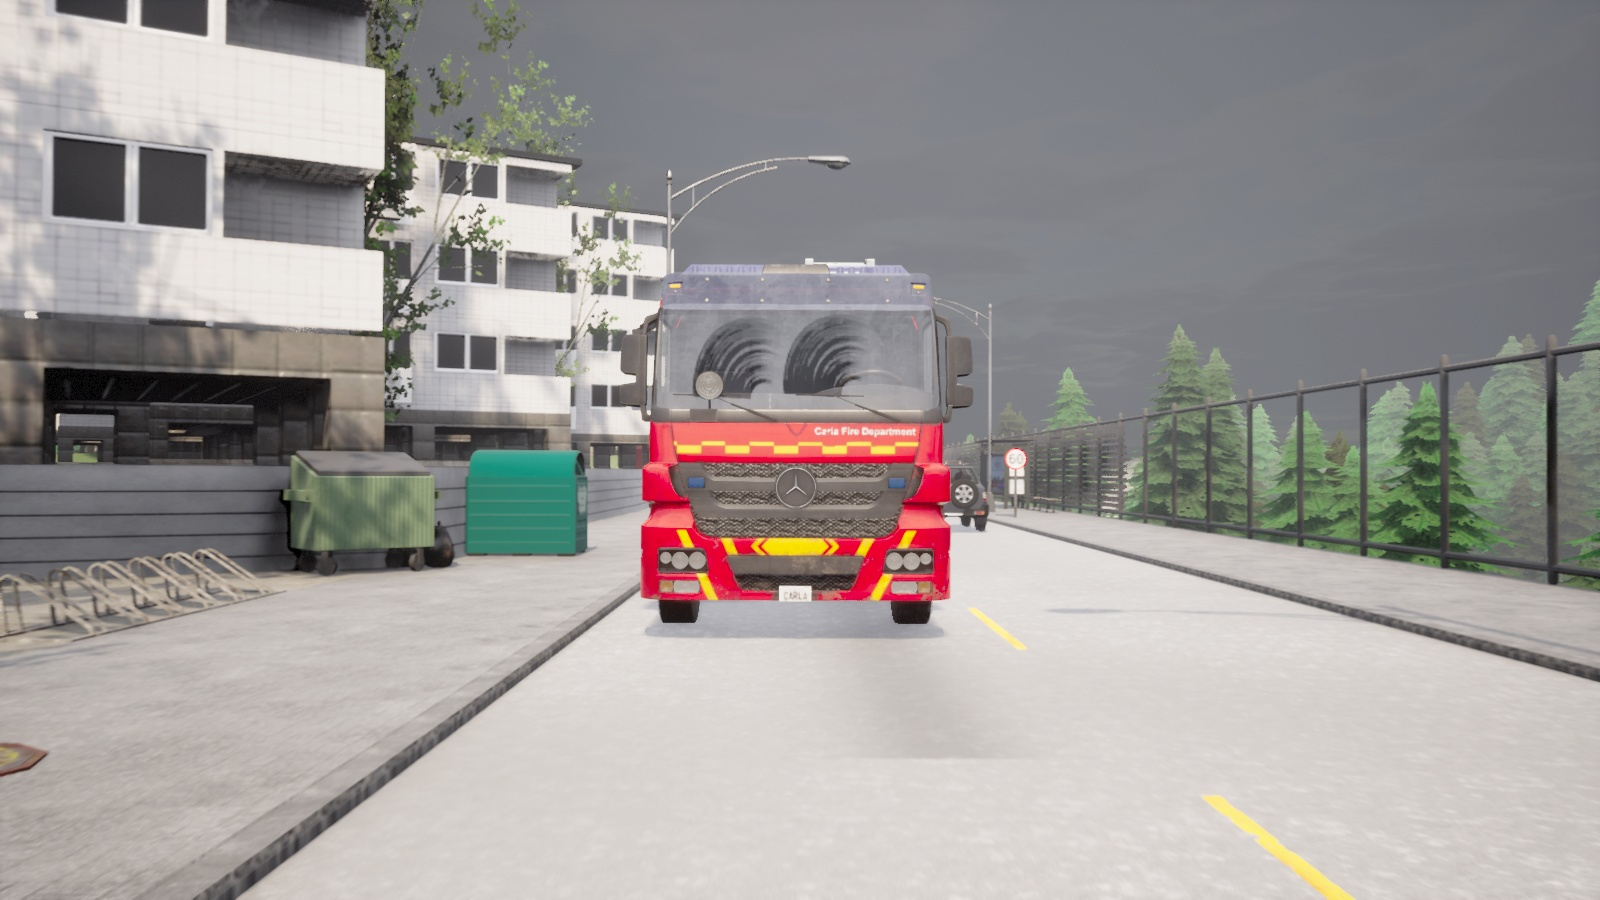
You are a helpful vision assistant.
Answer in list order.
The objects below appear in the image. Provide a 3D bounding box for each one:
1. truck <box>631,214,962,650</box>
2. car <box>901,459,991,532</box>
[{"bbox_3d":[-0.044,-0.094,15.283,2.891,3.827,8.468,0,-1,0],"label":"truck"},{"bbox_3d":[3.910,1.191,34.358,1.932,1.855,4.605,0,-1,0],"label":"car"}]
